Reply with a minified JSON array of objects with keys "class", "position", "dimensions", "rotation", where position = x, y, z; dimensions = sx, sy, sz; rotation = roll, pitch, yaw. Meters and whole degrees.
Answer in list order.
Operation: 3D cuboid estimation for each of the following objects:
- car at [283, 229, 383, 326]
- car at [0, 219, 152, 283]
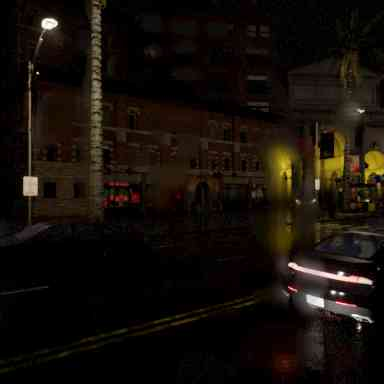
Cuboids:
[{"class":"car","position":[3.911,1.492,6.610],"dimensions":[4.902,1.511,2.128],"rotation":[0,0,-35]},{"class":"car","position":[-3.859,1.547,9.846],"dimensions":[5.357,1.411,2.033],"rotation":[0,0,-36]}]
